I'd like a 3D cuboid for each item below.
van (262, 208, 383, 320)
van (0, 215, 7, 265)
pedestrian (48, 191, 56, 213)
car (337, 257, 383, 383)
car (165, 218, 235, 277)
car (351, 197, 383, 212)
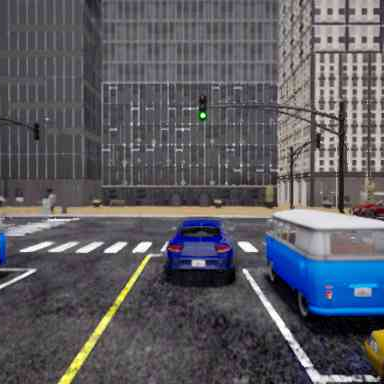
[{"bbox_3d":[2.676,1.332,7.060,1.690,1.788,3.998,-1,0,0],"label":"van"},{"bbox_3d":[-5.704,1.332,7.088,1.690,1.788,3.998,-1,0,0],"label":"van"},{"bbox_3d":[-12.395,0.856,29.489,0.375,1.860,0.375,0,1,0],"label":"pedestrian"},{"bbox_3d":[2.679,1.523,1.629,1.752,1.417,4.829,-1,0,0],"label":"car"},{"bbox_3d":[0.307,1.513,10.134,1.812,1.442,4.674,0,0,4],"label":"car"},{"bbox_3d":[15.236,1.313,26.391,5.009,1.841,2.192,0,1,0],"label":"car"}]
